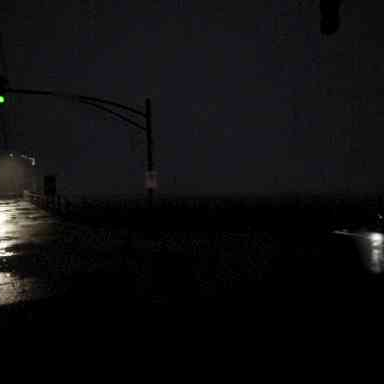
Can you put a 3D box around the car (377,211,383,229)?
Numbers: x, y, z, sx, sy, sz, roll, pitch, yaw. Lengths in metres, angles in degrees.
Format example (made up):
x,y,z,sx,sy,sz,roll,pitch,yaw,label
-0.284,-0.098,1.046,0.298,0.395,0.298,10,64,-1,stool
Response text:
x,y,z,sx,sy,sz,roll,pitch,yaw,label
11.124,1.061,16.314,4.892,1.490,1.837,-1,1,-29,car
